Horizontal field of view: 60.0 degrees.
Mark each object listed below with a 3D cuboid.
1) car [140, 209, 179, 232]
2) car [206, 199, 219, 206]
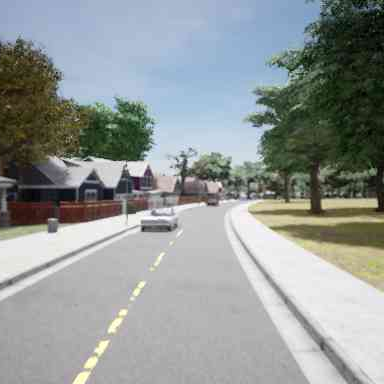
[{"bbox_3d":[-2.020,1.758,21.517,1.895,1.301,4.718,0,0,4],"label":"car"},{"bbox_3d":[3.893,2.058,63.107,1.895,1.301,4.718,0,0,12],"label":"car"}]
